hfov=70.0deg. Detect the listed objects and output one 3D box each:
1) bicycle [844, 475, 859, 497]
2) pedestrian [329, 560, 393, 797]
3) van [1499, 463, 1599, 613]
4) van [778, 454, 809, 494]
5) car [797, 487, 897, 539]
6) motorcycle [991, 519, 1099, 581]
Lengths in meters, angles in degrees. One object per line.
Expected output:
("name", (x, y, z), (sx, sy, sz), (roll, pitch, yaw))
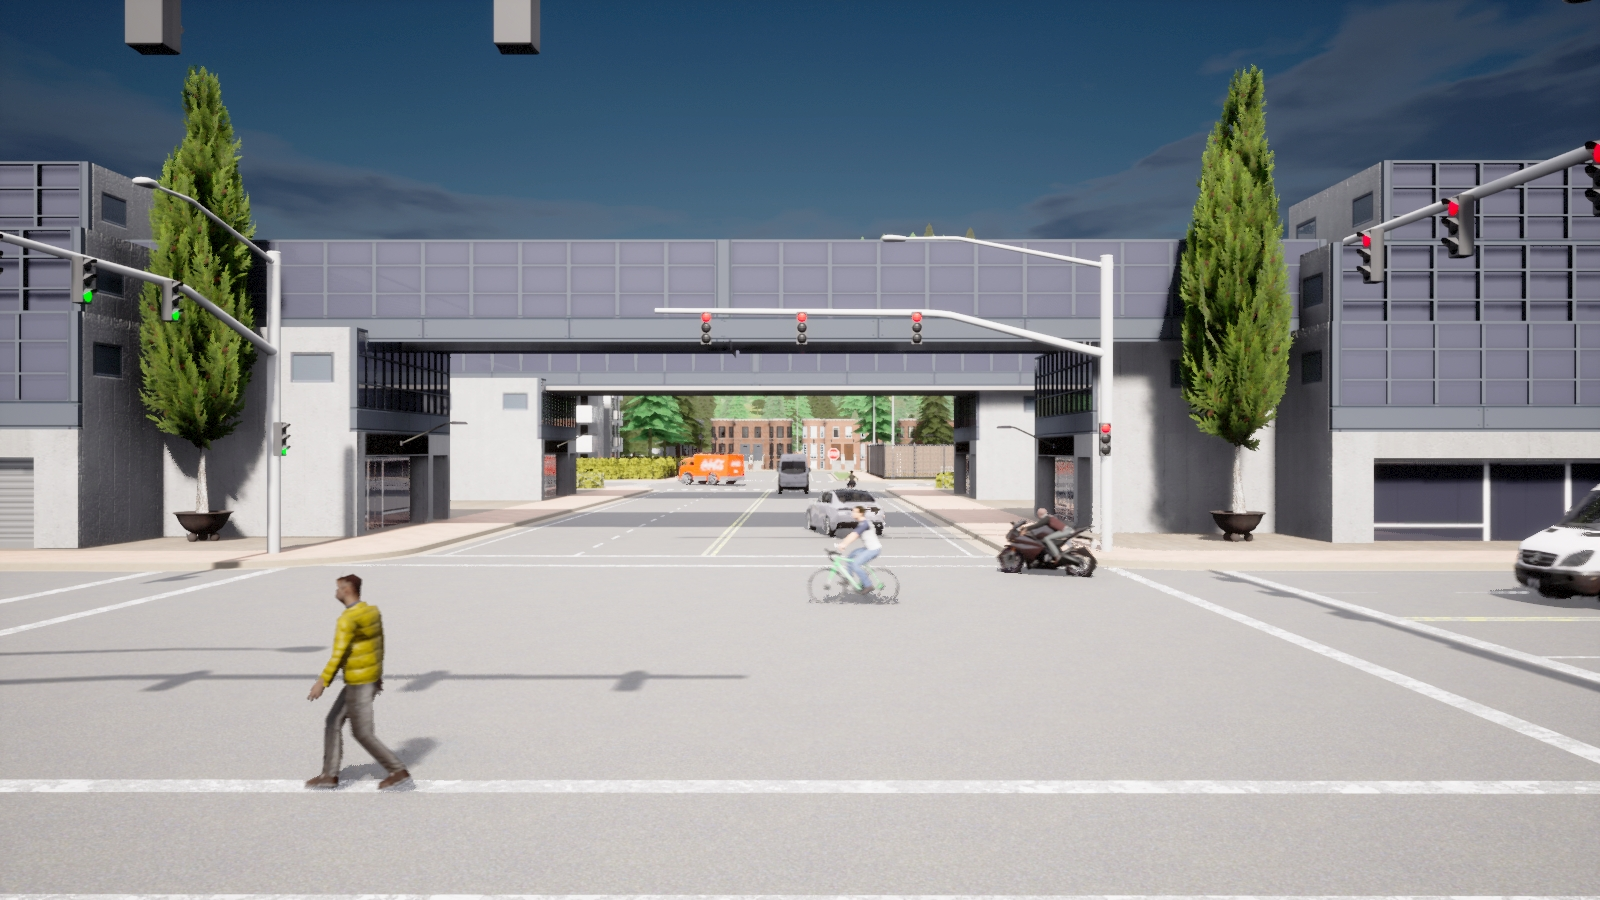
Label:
("bicycle", (3.074, 2.158, 68.072), (0.859, 1.276, 1.487), (0, 0, 0))
("pedestrian", (-3.579, 1.849, 9.331), (0.375, 1.860, 0.375), (0, 0, 1))
("van", (16.212, 1.534, 20.679), (5.915, 2.561, 1.988), (0, 0, 0))
("van", (-0.428, 1.534, 75.265), (1.988, 2.561, 5.915), (0, 0, -1))
("car", (1.487, 2.061, 38.464), (2.231, 1.480, 4.892), (0, 0, -12))
("motorcycle", (5.481, 2.205, 25.543), (2.209, 1.251, 0.867), (0, -2, 27))
